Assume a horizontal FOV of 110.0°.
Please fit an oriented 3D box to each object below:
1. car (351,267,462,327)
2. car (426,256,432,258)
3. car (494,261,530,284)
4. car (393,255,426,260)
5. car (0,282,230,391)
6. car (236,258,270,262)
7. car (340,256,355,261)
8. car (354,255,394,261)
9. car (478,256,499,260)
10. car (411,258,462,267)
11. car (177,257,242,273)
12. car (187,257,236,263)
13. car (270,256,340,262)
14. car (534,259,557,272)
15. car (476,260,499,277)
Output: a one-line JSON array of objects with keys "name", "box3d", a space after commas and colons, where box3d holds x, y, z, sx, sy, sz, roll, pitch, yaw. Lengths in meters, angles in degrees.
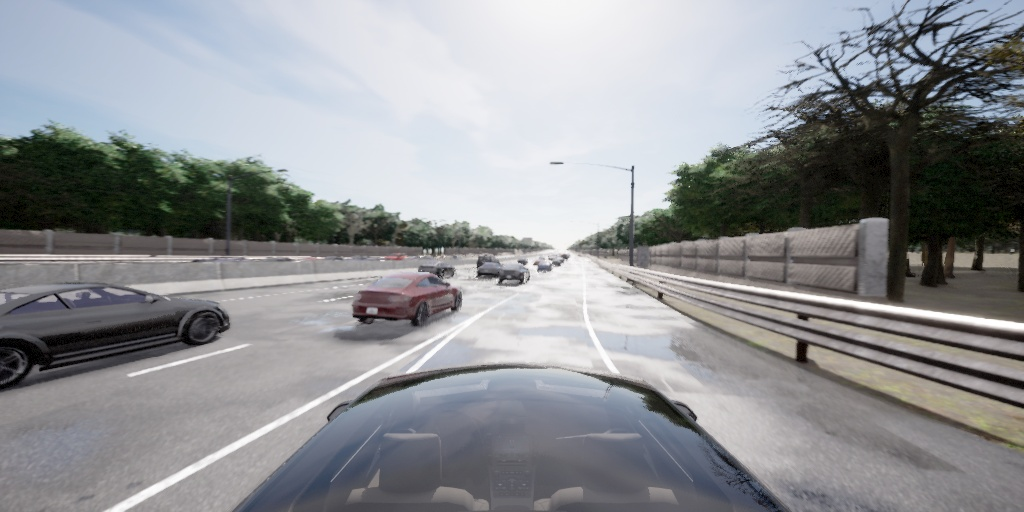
[{"name": "car", "box3d": [-3.066, 1.224, 11.268, 1.812, 1.442, 4.674, 1, 0, 11]}, {"name": "car", "box3d": [-14.648, 0.864, 61.123, 2.097, 1.767, 4.553, 1, 0, 11]}, {"name": "car", "box3d": [0.229, 1.328, 27.743, 1.812, 1.442, 4.674, 1, 0, 11]}, {"name": "car", "box3d": [-13.757, 1.017, 47.497, 1.882, 1.535, 5.008, 1, 0, 12]}, {"name": "car", "box3d": [-7.606, 1.154, 6.423, 1.994, 1.385, 4.181, 1, 0, 11]}, {"name": "car", "box3d": [-20.596, 0.863, 31.080, 1.837, 1.490, 4.892, 1, 0, 11]}, {"name": "car", "box3d": [-20.690, 0.744, 48.472, 2.097, 1.767, 4.553, 1, 0, 12]}, {"name": "car", "box3d": [-17.617, 0.958, 46.058, 1.837, 1.490, 4.892, 1, 0, 12]}, {"name": "car", "box3d": [-3.075, 0.991, 47.135, 2.150, 2.045, 5.566, 1, 0, 11]}, {"name": "car", "box3d": [-6.333, 1.158, 30.614, 2.128, 1.511, 4.902, 1, 0, 11]}, {"name": "car", "box3d": [-27.402, 0.780, 32.716, 1.994, 1.385, 4.181, 1, 0, 11]}, {"name": "car", "box3d": [-24.194, 0.828, 30.942, 2.033, 1.411, 5.357, 1, 0, 11]}, {"name": "car", "box3d": [-17.214, 0.908, 30.154, 1.882, 1.535, 5.008, 1, 0, 11]}, {"name": "car", "box3d": [4.698, 1.483, 50.477, 2.033, 1.411, 5.357, 1, 0, 11]}, {"name": "car", "box3d": [-1.965, 1.333, 34.666, 1.994, 1.385, 4.181, 1, 0, 11]}]
